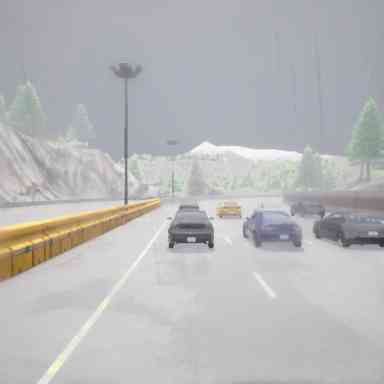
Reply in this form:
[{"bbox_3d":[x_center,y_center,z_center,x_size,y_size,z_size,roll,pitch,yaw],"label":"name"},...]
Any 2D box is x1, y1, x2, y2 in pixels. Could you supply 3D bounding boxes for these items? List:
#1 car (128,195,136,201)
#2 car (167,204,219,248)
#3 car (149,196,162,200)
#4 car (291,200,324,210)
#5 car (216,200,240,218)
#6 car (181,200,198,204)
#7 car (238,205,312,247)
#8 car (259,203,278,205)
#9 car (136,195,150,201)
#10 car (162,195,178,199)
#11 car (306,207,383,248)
[{"bbox_3d":[-14.554,1.475,82.571,1.994,1.385,4.181,0,0,16],"label":"car"},{"bbox_3d":[-0.054,1.514,14.716,1.837,1.490,4.892,0,0,-1],"label":"car"},{"bbox_3d":[-7.890,1.527,80.427,1.895,1.301,4.718,0,0,16],"label":"car"},{"bbox_3d":[10.256,1.493,29.848,2.128,1.511,4.902,0,0,-1],"label":"car"},{"bbox_3d":[3.256,1.482,29.759,1.882,1.535,5.008,0,0,-1],"label":"car"},{"bbox_3d":[-0.243,1.482,29.715,1.882,1.535,5.008,0,0,-1],"label":"car"},{"bbox_3d":[3.446,1.530,14.760,1.812,1.442,4.674,0,0,-1],"label":"car"},{"bbox_3d":[6.756,1.614,29.834,1.895,1.301,4.718,0,0,-1],"label":"car"},{"bbox_3d":[-11.218,1.451,81.513,1.812,1.442,4.674,0,0,16],"label":"car"},{"bbox_3d":[-4.545,1.476,79.399,2.033,1.411,5.357,0,0,16],"label":"car"},{"bbox_3d":[6.946,1.570,14.805,1.994,1.385,4.181,0,0,-1],"label":"car"}]
